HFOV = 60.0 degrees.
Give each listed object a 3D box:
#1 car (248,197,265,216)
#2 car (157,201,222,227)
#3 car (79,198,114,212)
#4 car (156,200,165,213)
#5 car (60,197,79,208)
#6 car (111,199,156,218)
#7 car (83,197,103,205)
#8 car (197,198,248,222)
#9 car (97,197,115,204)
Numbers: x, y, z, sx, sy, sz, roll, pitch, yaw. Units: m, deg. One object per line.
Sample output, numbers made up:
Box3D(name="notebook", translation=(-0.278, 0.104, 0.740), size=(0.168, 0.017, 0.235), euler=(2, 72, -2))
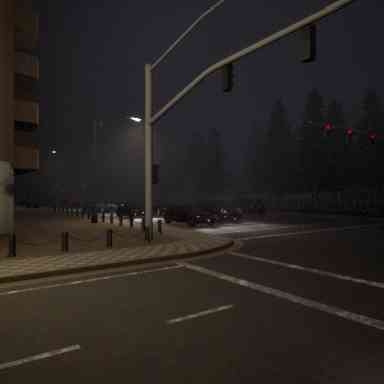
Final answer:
Box3D(name="car", translation=(5.247, 1.407, 34.023), size=(2.097, 1.767, 4.553), euler=(0, 0, -36))
Box3D(name="car", translation=(-0.319, 1.581, 23.508), size=(1.812, 1.442, 4.674), euler=(0, 0, -37))
Box3D(name="car", translation=(-11.177, 1.656, 38.562), size=(1.895, 1.301, 4.718), euler=(0, 0, -36))
Box3D(name="car", translation=(-3.374, 1.547, 33.709), size=(2.128, 1.511, 4.902), euler=(0, 0, -36))
Box3D(name="car", translation=(-17.286, 1.533, 47.108), size=(1.882, 1.535, 5.008), euler=(0, 0, -35))
Box3D(name="car", translation=(-5.435, 1.619, 30.577), size=(1.994, 1.385, 4.181), euler=(0, 0, -36))
Box3D(name="car", translation=(-18.015, 1.656, 60.365), size=(1.895, 1.301, 4.718), euler=(0, 0, -36))
Box3D(name="car", translation=(1.862, 1.407, 26.439), size=(2.097, 1.767, 4.553), euler=(0, 0, -36))
Box3D(name="car", translation=(-16.689, 1.656, 64.485), size=(1.895, 1.301, 4.718), euler=(0, 0, -36))
